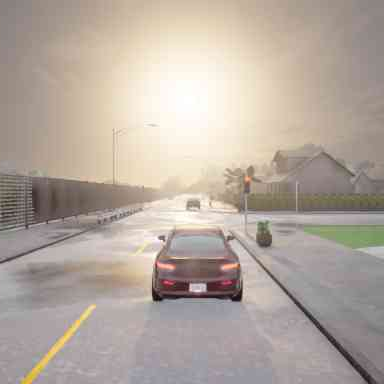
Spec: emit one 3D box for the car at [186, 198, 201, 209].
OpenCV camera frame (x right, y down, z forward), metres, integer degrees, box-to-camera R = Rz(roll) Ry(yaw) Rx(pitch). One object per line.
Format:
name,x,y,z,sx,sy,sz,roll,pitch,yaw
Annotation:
car,0.186,1.505,44.118,1.837,1.490,4.892,0,0,0

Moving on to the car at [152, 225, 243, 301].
car,0.109,1.526,8.177,1.812,1.442,4.674,0,0,0
